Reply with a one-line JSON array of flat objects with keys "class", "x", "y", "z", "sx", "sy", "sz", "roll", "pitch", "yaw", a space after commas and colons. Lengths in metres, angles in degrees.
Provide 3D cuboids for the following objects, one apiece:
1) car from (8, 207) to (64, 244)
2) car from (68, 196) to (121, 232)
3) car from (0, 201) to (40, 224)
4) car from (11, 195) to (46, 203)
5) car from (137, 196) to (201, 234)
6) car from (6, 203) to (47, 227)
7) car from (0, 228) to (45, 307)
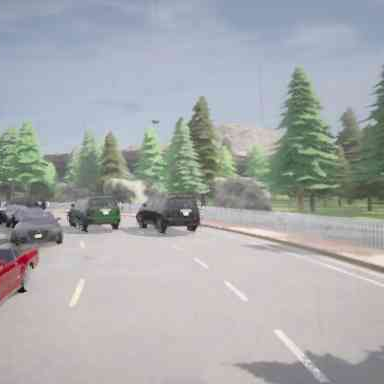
[{"class": "car", "x": -7.147, "y": 1.634, "z": 15.509, "sx": 1.994, "sy": 1.385, "sz": 4.181, "roll": -1, "pitch": 0, "yaw": -24}, {"class": "car", "x": -6.271, "y": 1.283, "z": 21.103, "sx": 2.150, "sy": 2.045, "sz": 5.566, "roll": 0, "pitch": 0, "yaw": -31}, {"class": "car", "x": -12.682, "y": 1.650, "z": 24.114, "sx": 1.812, "sy": 1.442, "sz": 4.674, "roll": -1, "pitch": 0, "yaw": -39}, {"class": "car", "x": -19.224, "y": 1.412, "z": 38.370, "sx": 5.566, "sy": 2.045, "sz": 2.150, "roll": 0, "pitch": 0, "yaw": 30}, {"class": "car", "x": -1.502, "y": 1.237, "z": 19.664, "sx": 2.150, "sy": 2.045, "sz": 5.566, "roll": 0, "pitch": 0, "yaw": -26}, {"class": "car", "x": -9.749, "y": 1.647, "z": 20.213, "sx": 2.033, "sy": 1.411, "sz": 5.357, "roll": -1, "pitch": 0, "yaw": -33}, {"class": "car", "x": -4.392, "y": 1.644, "z": 6.162, "sx": 1.895, "sy": 1.301, "sz": 4.718, "roll": -1, "pitch": 0, "yaw": -11}]
